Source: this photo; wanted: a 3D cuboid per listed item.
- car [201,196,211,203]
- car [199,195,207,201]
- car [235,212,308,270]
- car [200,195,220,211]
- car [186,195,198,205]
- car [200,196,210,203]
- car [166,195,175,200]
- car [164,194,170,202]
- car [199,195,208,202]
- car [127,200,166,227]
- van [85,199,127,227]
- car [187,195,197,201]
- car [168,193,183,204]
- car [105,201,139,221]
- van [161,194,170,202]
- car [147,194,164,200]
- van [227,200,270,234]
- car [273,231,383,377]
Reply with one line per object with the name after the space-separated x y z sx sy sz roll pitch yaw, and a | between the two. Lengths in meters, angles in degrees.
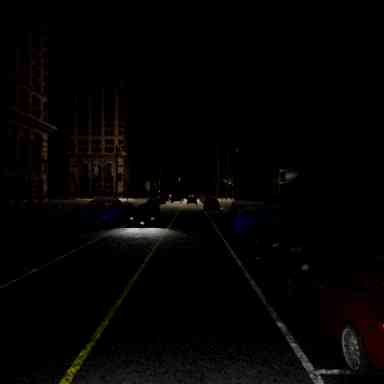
2.762 1.524 67.480 1.752 1.417 4.829 0 0 0 | car
2.763 1.536 84.233 2.008 1.369 4.403 0 0 0 | car
2.760 1.568 10.904 1.947 1.339 4.313 0 0 0 | car
2.361 1.483 40.843 1.882 1.535 5.008 0 0 0 | car
0.002 1.528 59.139 1.812 1.442 4.674 0 0 0 | car
2.762 1.545 72.951 2.008 1.369 4.403 0 0 0 | car
-5.763 1.532 89.873 2.008 1.369 4.403 0 0 0 | car
-5.764 1.567 61.669 1.947 1.339 4.313 0 0 0 | car
2.762 1.430 78.592 1.967 1.590 4.097 0 0 0 | car
-3.102 1.551 23.353 2.033 1.411 5.357 0 0 0 | car
-5.766 1.345 22.182 1.690 1.788 3.998 0 0 0 | van
0.002 1.380 78.451 2.128 1.511 4.902 0 0 0 | car
-3.013 1.222 64.867 2.150 2.045 5.566 0 0 0 | car
-5.765 1.550 27.823 1.887 1.381 4.507 0 0 0 | car
-5.764 1.336 72.950 1.690 1.788 3.998 0 0 0 | van
-5.765 1.445 50.386 1.967 1.590 4.097 0 0 0 | car
2.759 1.344 16.544 1.690 1.788 3.998 0 0 0 | van
2.760 1.583 5.263 1.802 1.307 4.206 0 0 0 | car
